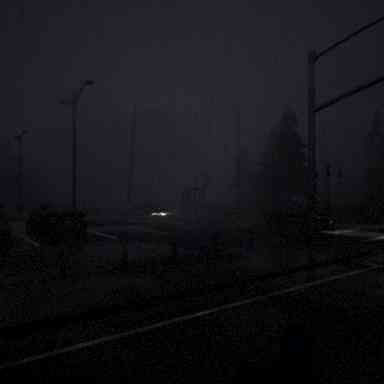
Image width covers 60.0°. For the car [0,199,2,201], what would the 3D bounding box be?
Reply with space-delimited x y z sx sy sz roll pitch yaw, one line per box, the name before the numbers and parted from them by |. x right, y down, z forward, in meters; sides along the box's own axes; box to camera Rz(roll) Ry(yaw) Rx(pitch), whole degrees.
car | -21.596 1.373 36.431 1.845 1.501 3.633 0 0 -36

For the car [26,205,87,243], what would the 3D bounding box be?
car | -6.304 1.339 15.361 2.007 1.523 4.514 0 0 -36

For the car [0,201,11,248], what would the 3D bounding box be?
car | -8.813 1.330 13.477 2.152 1.636 5.027 0 0 -36

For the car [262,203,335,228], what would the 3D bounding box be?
car | 6.696 1.489 21.389 2.128 1.511 4.902 0 0 -35

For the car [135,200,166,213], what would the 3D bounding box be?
car | -4.663 1.562 36.870 1.994 1.385 4.181 0 0 -36
